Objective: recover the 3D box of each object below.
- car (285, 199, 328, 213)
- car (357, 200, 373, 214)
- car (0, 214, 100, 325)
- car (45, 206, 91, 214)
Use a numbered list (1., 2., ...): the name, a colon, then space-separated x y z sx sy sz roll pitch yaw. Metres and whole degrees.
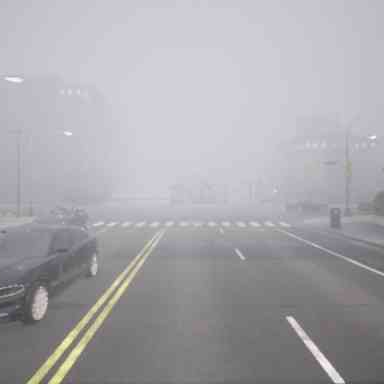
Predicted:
1. car: 13.111 1.544 38.052 5.008 1.535 1.882 0 0 -16
2. car: 19.752 1.551 34.361 4.902 1.511 2.128 0 0 3
3. car: -3.525 1.490 7.356 1.882 1.535 5.008 0 0 0
4. car: -7.003 1.524 18.281 2.128 1.511 4.902 0 0 0
